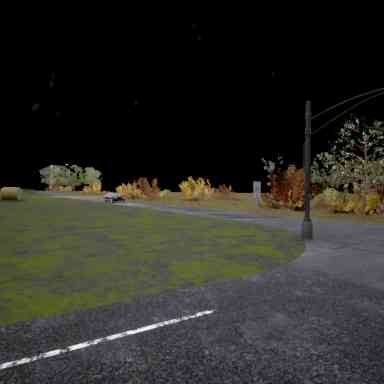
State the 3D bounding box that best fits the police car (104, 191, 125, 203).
[{"bbox_3d":[-11.603,0.744,49.757,1.930,1.638,5.238,1,0,-32],"label":"police car"}]
